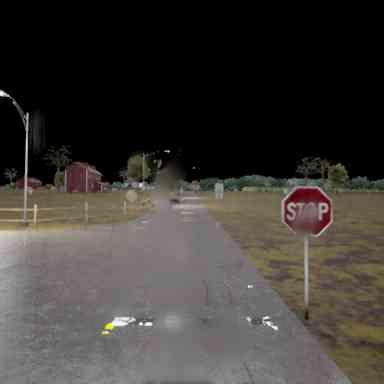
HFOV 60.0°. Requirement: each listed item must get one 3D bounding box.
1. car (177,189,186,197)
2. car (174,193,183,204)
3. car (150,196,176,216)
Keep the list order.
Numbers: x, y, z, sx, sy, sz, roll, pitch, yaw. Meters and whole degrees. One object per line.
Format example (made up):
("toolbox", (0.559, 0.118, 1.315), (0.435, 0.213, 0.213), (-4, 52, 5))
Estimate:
("car", (-2.878, 0.289, 93.998), (2.150, 2.045, 5.566), (0, 1, 0))
("car", (-2.802, 1.278, 53.114), (1.895, 1.301, 4.718), (0, 1, 0))
("car", (-2.756, 1.469, 31.016), (1.812, 1.442, 4.674), (0, 1, 0))
